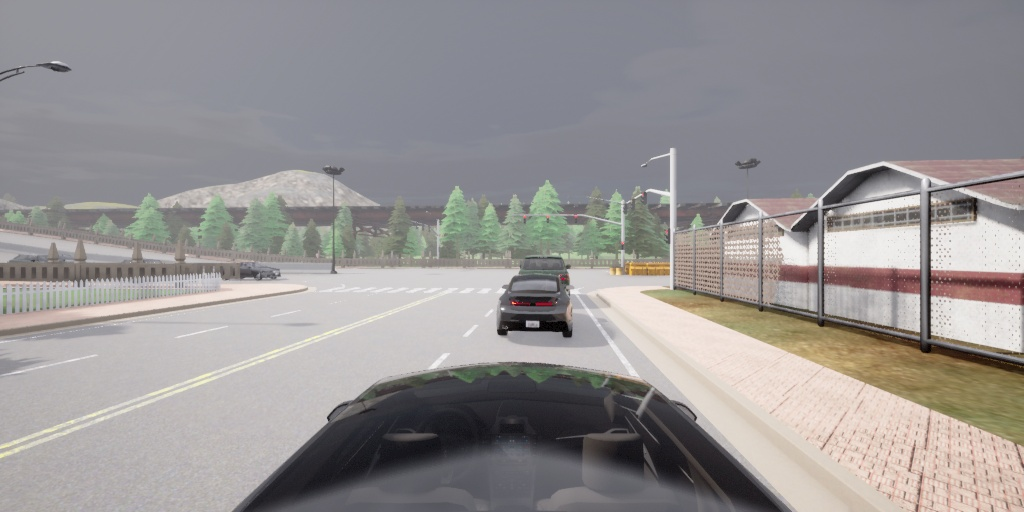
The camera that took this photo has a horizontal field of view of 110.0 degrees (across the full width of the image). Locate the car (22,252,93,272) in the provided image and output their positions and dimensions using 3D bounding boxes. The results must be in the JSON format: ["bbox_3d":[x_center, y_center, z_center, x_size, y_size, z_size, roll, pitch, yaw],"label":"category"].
[{"bbox_3d":[-44.470,0.545,35.106,4.892,1.490,1.837,5,0,5],"label":"car"}]

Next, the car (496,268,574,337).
[{"bbox_3d":[0.717,1.255,10.313,1.837,1.490,4.892,0,0,6],"label":"car"}]

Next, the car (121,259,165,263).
[{"bbox_3d":[-31.000,1.051,30.592,4.553,1.767,2.097,1,0,4],"label":"car"}]

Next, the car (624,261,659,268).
[{"bbox_3d":[15.830,1.351,41.507,4.718,1.301,1.895,0,0,4],"label":"car"}]

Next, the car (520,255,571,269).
[{"bbox_3d":[1.484,0.971,16.323,2.150,2.045,5.566,0,0,7],"label":"car"}]

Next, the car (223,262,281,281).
[{"bbox_3d":[-21.915,1.239,29.927,4.902,1.511,2.128,0,0,5],"label":"car"}]

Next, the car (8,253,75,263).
[{"bbox_3d":[-40.861,0.659,31.314,4.553,1.767,2.097,4,0,4],"label":"car"}]
